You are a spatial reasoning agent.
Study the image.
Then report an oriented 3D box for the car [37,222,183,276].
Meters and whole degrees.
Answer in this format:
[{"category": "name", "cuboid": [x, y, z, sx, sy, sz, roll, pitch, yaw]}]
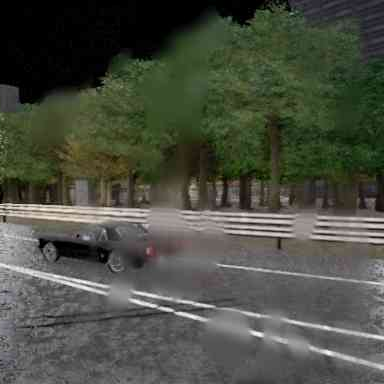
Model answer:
[{"category": "car", "cuboid": [-2.711, 1.607, 10.416, 4.718, 1.301, 1.895, 0, 0, 32]}]
